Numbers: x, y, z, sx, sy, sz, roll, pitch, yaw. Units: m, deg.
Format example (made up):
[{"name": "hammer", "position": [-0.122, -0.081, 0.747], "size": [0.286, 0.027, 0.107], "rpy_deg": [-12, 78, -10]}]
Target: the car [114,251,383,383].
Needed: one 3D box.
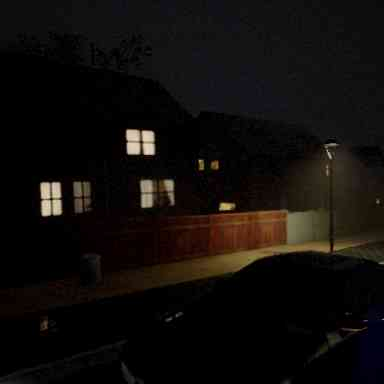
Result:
[{"name": "car", "position": [1.367, 1.552, 4.137], "size": [4.674, 1.442, 1.812], "rpy_deg": [0, 0, -39]}]
